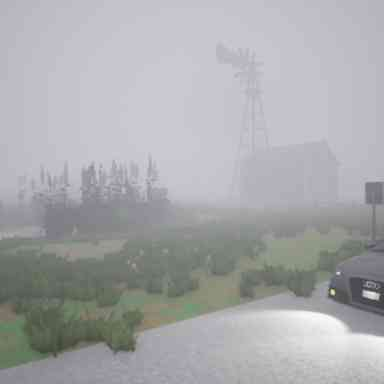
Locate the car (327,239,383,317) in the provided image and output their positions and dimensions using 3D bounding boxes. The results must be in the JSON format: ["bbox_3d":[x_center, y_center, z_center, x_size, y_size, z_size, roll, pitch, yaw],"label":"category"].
[{"bbox_3d":[4.651,1.548,6.715,4.181,1.385,1.994,0,0,-34],"label":"car"}]
